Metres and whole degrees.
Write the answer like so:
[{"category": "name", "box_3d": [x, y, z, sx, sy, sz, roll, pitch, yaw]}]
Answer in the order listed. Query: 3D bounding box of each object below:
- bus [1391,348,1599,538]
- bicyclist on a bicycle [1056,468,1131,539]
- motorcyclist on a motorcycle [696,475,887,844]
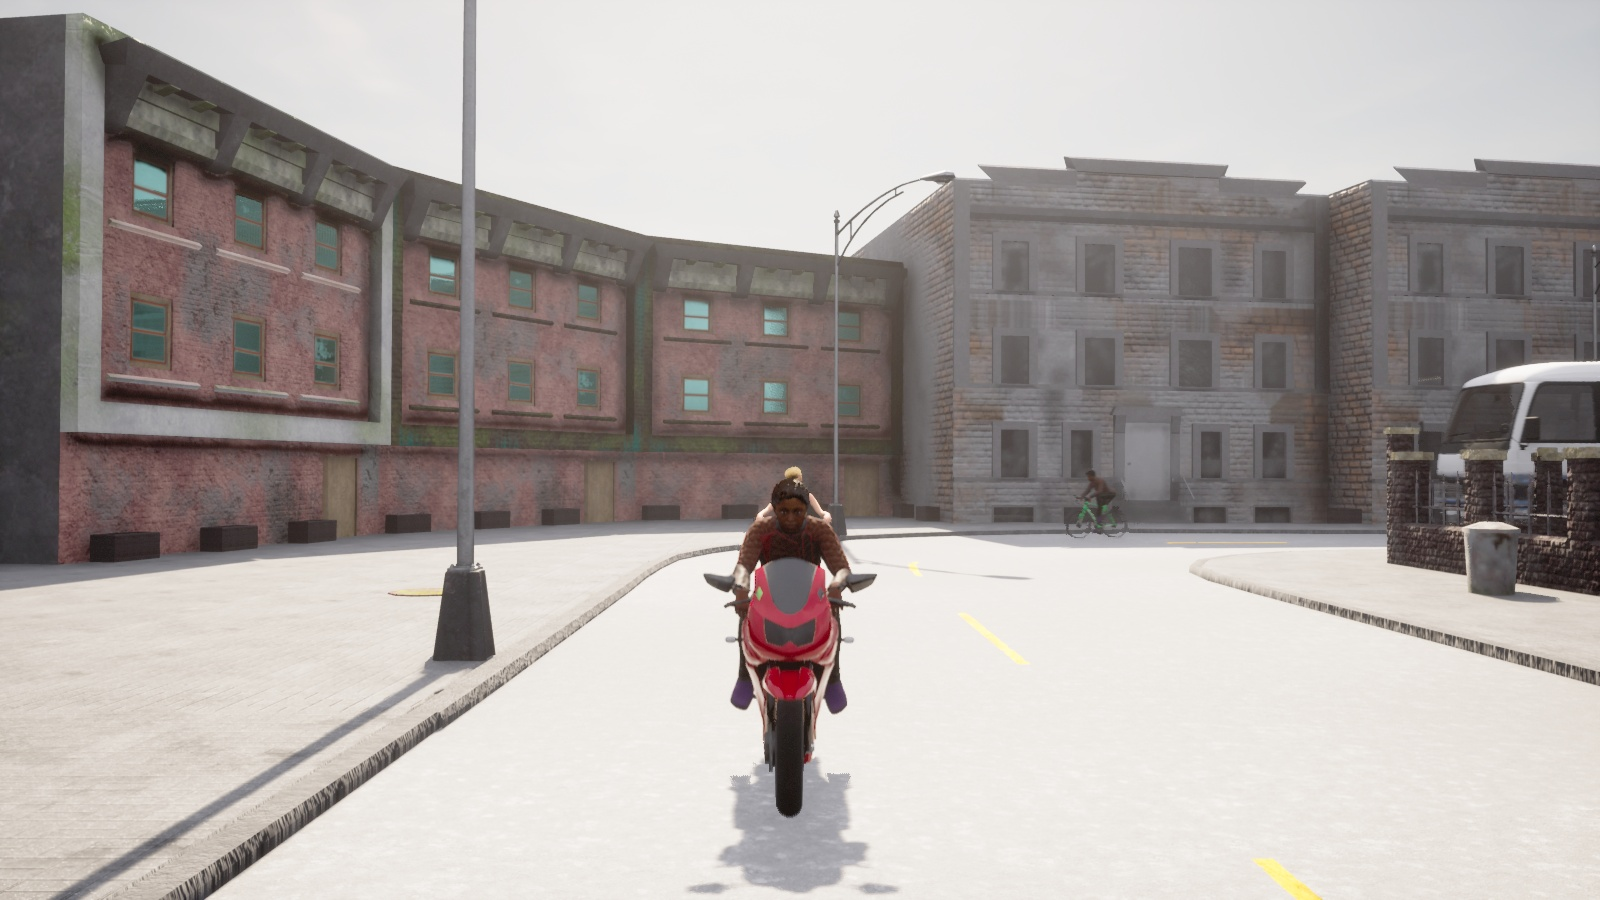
[{"category": "bus", "box_3d": [20.303, -0.137, 30.225, 10.273, 4.253, 3.944, 0, -1, 0]}, {"category": "bicyclist on a bicycle", "box_3d": [6.857, 1.233, 29.304, 1.656, 1.620, 0.582, 0, 0, -19]}, {"category": "motorcyclist on a motorcycle", "box_3d": [-0.043, 0.902, 6.310, 0.797, 1.523, 2.044, 0, 0, 0]}]
